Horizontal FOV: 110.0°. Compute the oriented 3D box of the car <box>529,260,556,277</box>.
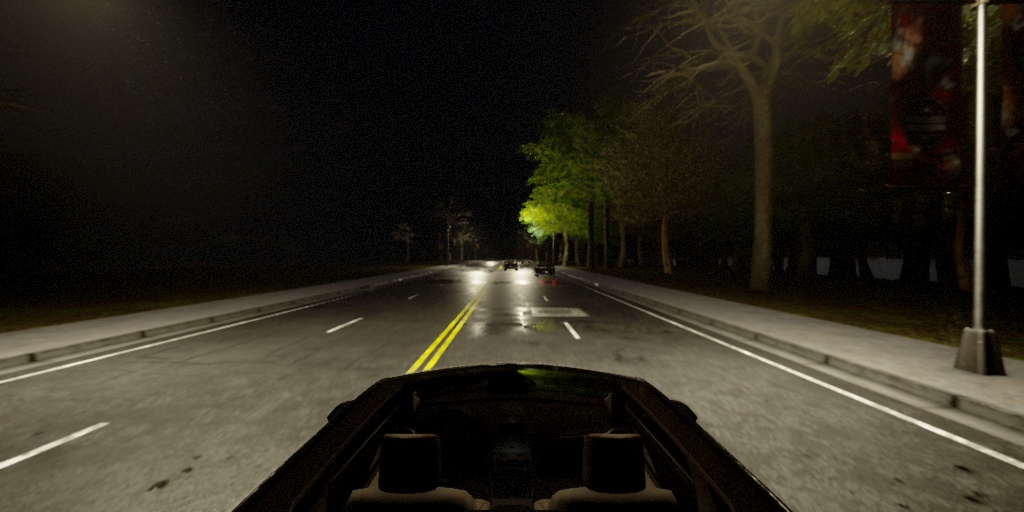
[{"bbox_3d":[3.138,1.298,35.106,2.128,1.511,4.902,0,0,0],"label":"car"}]

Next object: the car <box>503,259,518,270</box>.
[{"bbox_3d":[-0.152,1.246,50.854,2.128,1.511,4.902,0,0,-1],"label":"car"}]
